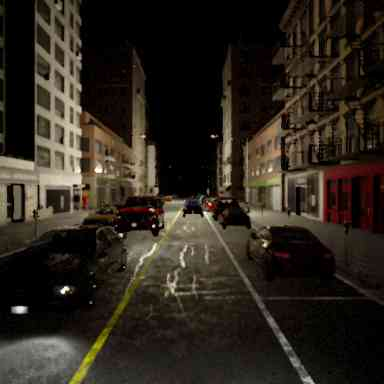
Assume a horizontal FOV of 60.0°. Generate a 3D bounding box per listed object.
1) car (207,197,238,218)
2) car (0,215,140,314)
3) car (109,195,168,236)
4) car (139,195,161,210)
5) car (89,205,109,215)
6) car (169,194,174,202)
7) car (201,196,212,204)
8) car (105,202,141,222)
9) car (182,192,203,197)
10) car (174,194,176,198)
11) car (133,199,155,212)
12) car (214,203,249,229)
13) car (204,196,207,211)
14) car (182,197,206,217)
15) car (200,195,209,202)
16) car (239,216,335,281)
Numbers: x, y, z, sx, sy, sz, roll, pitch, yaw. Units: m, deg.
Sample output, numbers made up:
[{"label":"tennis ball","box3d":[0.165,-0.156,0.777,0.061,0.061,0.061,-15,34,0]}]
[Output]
[{"label":"car","box3d":[2.629,1.294,26.612,2.192,1.841,5.009,0,0,0]},{"label":"car","box3d":[-2.800,1.543,8.109,2.033,1.411,5.357,0,0,1]},{"label":"car","box3d":[-2.757,1.209,18.621,2.150,2.045,5.566,0,0,0]},{"label":"car","box3d":[-5.402,1.272,43.648,2.192,1.841,5.009,0,0,0]},{"label":"car","box3d":[-5.395,1.510,20.751,1.752,1.417,4.829,0,0,0]},{"label":"car","box3d":[-5.412,1.503,72.057,1.802,1.307,4.206,0,0,0]},{"label":"car","box3d":[2.617,1.503,60.699,1.947,1.339,4.313,0,0,0]},{"label":"car","box3d":[-5.397,1.544,26.603,1.947,1.339,4.313,0,0,0]},{"label":"car","box3d":[0.085,1.305,46.810,2.097,1.767,4.553,0,0,0]},{"label":"car","box3d":[-5.414,1.464,77.739,2.008,1.369,4.403,0,0,0]},{"label":"car","box3d":[-5.400,1.530,37.967,1.947,1.339,4.313,0,0,0]},{"label":"car","box3d":[2.630,1.568,20.930,1.802,1.307,4.206,0,0,0]},{"label":"car","box3d":[2.625,1.405,37.974,1.967,1.590,4.097,0,0,0]},{"label":"car","box3d":[0.089,1.499,30.809,1.812,1.442,4.674,0,0,0]},{"label":"car","box3d":[2.613,1.447,72.231,1.752,1.417,4.829,0,0,0]},{"label":"car","box3d":[2.634,1.577,9.567,1.802,1.307,4.206,0,0,0]}]
